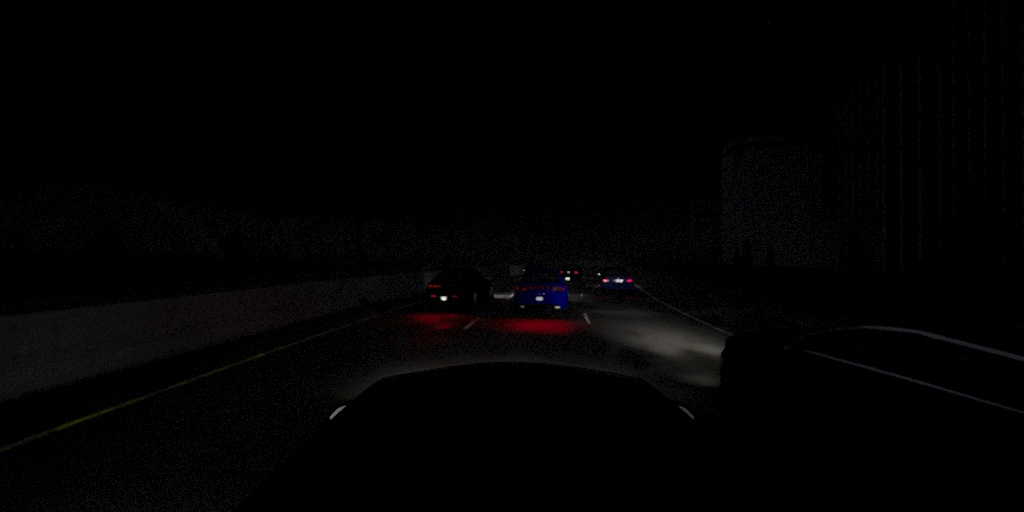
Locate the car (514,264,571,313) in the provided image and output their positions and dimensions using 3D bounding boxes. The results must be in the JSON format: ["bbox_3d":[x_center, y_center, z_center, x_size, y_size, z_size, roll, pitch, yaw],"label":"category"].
[{"bbox_3d":[1.267,1.265,14.282,1.882,1.535,5.008,0,0,8],"label":"car"}]

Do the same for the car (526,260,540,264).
[{"bbox_3d":[2.236,1.404,34.224,1.812,1.442,4.674,0,0,14],"label":"car"}]

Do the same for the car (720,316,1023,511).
[{"bbox_3d":[3.742,1.257,2.977,2.128,1.511,4.902,0,0,1],"label":"car"}]

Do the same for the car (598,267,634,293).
[{"bbox_3d":[6.204,1.374,21.431,2.033,1.411,5.357,0,0,14],"label":"car"}]

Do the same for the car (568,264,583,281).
[{"bbox_3d":[5.297,1.424,32.074,2.033,1.411,5.357,0,0,14],"label":"car"}]

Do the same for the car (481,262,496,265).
[{"bbox_3d":[-3.645,1.544,53.963,1.994,1.385,4.181,0,0,15],"label":"car"}]

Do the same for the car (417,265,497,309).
[{"bbox_3d":[-2.085,1.286,15.352,1.837,1.490,4.892,0,0,9],"label":"car"}]

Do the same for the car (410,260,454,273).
[{"bbox_3d":[-6.485,1.306,29.217,1.882,1.535,5.008,0,0,15],"label":"car"}]
